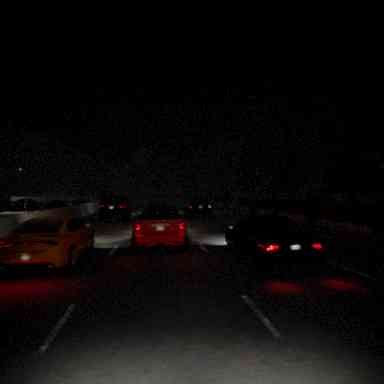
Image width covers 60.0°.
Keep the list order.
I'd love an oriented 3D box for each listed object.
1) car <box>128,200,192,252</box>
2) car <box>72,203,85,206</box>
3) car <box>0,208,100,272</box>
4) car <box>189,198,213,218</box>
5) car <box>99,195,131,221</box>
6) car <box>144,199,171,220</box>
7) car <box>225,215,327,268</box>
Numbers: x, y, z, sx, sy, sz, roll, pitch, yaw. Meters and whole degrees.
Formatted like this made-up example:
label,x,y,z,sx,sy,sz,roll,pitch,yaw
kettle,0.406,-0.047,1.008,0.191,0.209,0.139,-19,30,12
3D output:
label,x,y,z,sx,sy,sz,roll,pitch,yaw
car,-1.376,1.346,14.193,2.097,1.767,4.553,-1,0,-6
car,-15.743,1.642,46.537,1.882,1.535,5.008,-1,0,-8
car,-4.575,1.530,11.112,1.882,1.535,5.008,-1,0,-6
car,0.475,1.287,29.468,2.097,1.767,4.553,-1,0,-6
car,-6.409,1.273,27.985,2.150,2.045,5.566,-1,0,-6
car,-3.036,1.485,29.425,2.128,1.511,4.902,-1,0,-6
car,2.454,1.487,11.158,2.033,1.411,5.357,-1,0,-6
